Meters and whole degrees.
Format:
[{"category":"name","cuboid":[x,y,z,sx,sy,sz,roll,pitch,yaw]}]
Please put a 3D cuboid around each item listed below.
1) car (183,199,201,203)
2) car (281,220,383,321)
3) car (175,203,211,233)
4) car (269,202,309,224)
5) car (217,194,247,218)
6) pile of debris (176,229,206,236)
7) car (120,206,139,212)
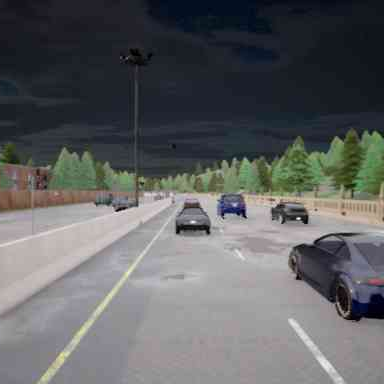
[{"category":"car","cuboid":[-0.001,1.481,37.161,1.882,1.535,5.008,0,0,0]},{"category":"car","cuboid":[3.584,1.562,7.277,1.994,1.385,4.181,0,0,0]},{"category":"car","cuboid":[0.044,1.561,19.564,1.994,1.385,4.181,0,0,0]},{"category":"car","cuboid":[7.034,1.502,24.398,1.837,1.490,4.892,0,0,0]},{"category":"car","cuboid":[3.519,1.221,30.047,2.150,2.045,5.566,0,0,0]},{"category":"pile of debris","cuboid":[-0.046,2.177,17.764,1.500,0.140,1.860,0,0,0]},{"category":"car","cuboid":[-7.172,1.556,37.044,2.033,1.411,5.357,0,0,0]}]
